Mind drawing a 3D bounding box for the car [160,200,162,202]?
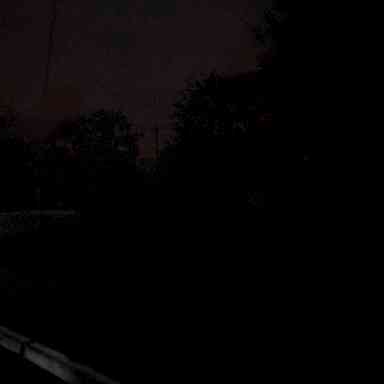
[{"bbox_3d":[-2.682,1.529,33.839,2.033,1.411,5.357,0,0,32],"label":"car"}]
